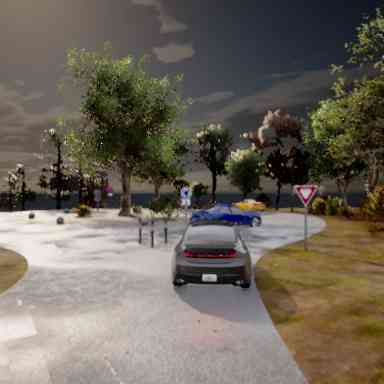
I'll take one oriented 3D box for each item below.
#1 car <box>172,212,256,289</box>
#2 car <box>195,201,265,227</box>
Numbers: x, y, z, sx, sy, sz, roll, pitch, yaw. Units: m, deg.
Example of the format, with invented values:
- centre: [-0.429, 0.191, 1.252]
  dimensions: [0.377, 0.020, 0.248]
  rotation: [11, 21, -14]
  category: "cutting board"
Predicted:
- centre: [0.603, 1.549, 9.364]
  dimensions: [1.837, 1.490, 4.892]
  rotation: [0, 0, 6]
  category: "car"
- centre: [2.269, 1.577, 21.653]
  dimensions: [5.008, 1.535, 1.882]
  rotation: [0, 1, -29]
  category: "car"
